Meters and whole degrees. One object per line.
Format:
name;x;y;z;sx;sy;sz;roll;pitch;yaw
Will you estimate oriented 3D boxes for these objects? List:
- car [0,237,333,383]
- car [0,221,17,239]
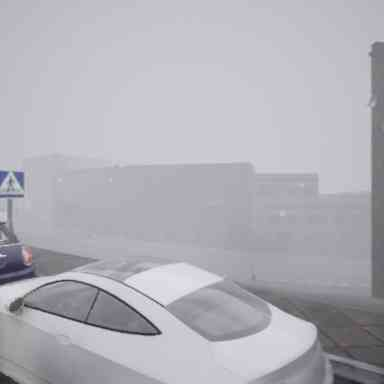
car;-0.883;1.500;3.882;4.674;1.452;2.002;1;0;35
car;-5.354;1.294;7.071;4.553;1.767;2.185;1;0;35
